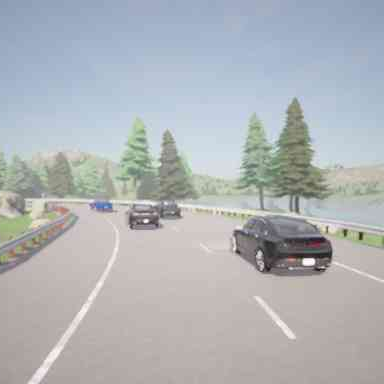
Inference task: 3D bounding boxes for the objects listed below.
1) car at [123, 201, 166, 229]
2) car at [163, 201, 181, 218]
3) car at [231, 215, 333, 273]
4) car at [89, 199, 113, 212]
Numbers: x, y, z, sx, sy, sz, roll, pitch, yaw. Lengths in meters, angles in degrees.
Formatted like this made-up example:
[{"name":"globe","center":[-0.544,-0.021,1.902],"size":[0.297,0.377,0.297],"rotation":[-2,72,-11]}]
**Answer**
[{"name":"car","center":[-3.397,1.522,22.028],"size":[2.128,1.511,4.902],"rotation":[0,0,-16]},{"name":"car","center":[-2.457,1.523,30.026],"size":[2.128,1.511,4.902],"rotation":[0,0,-21]},{"name":"car","center":[2.613,1.501,10.712],"size":[1.837,1.490,4.892],"rotation":[0,0,-7]},{"name":"car","center":[-10.935,1.553,39.697],"size":[1.882,1.535,5.008],"rotation":[0,0,-29]}]
